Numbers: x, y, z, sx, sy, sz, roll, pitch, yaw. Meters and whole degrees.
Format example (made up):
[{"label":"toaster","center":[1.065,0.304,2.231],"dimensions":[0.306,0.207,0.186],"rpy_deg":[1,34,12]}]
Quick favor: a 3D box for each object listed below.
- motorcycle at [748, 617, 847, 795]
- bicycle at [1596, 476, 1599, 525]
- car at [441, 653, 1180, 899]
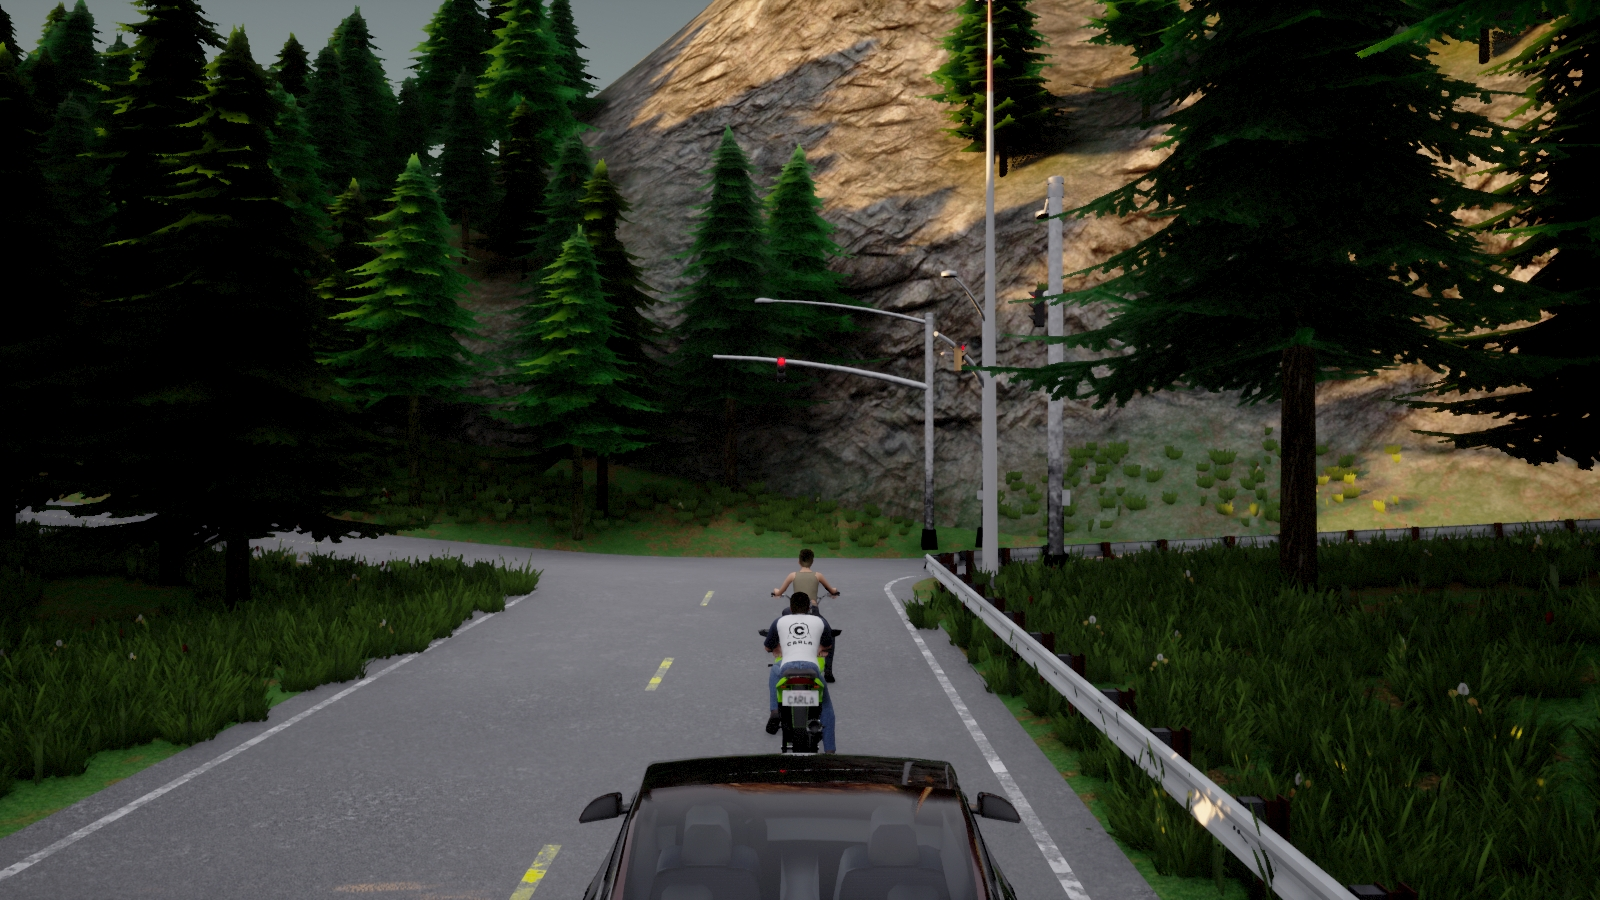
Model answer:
[{"label":"motorcycle","center":[-0.020,2.213,10.238],"dimensions":[0.803,1.145,2.033],"rpy_deg":[0,0,0]},{"label":"bicycle","center":[21.725,1.355,29.474],"dimensions":[1.835,1.471,0.329],"rpy_deg":[-5,-2,26]},{"label":"car","center":[0.029,2.063,5.012],"dimensions":[2.163,1.488,4.792],"rpy_deg":[0,0,0]}]
